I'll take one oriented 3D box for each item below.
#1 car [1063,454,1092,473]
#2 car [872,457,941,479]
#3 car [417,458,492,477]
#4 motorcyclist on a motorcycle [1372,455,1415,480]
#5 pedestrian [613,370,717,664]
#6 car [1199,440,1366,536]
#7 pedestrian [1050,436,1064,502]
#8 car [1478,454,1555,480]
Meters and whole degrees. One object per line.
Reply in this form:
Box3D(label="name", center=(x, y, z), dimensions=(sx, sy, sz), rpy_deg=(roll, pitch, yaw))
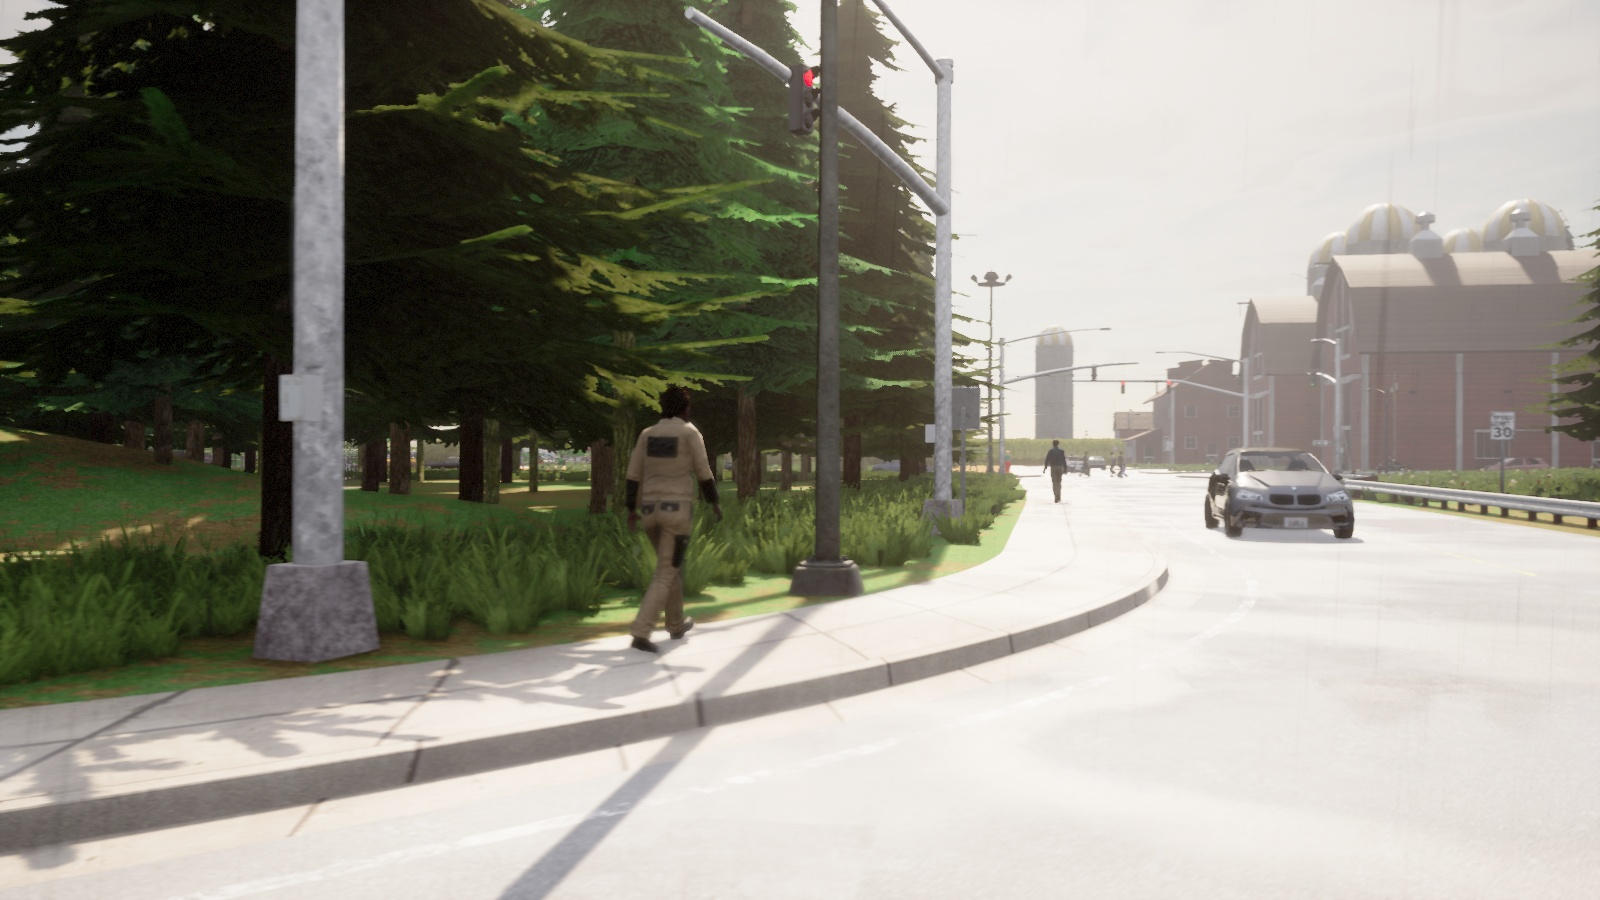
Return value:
Box3D(label="car", center=(21.377, 1.047, 96.865), dimensions=(1.970, 1.475, 3.806), rpy_deg=(0, 0, 9))
Box3D(label="car", center=(6.698, 1.124, 78.724), dimensions=(4.181, 1.385, 1.994), rpy_deg=(0, 0, 10))
Box3D(label="car", center=(-24.113, 1.229, 87.755), dimensions=(4.718, 1.301, 1.895), rpy_deg=(0, 0, 10))
Box3D(label="motorcyclist on a motorcycle", center=(36.378, 1.056, 77.002), dimensions=(2.191, 1.530, 0.866), rpy_deg=(0, 0, 10))
Box3D(label="pedestrian", center=(-0.919, 0.440, 8.627), dimensions=(0.396, 1.930, 0.692), rpy_deg=(0, 0, 28))
Box3D(label="car", center=(9.172, 0.670, 24.311), dimensions=(2.242, 1.667, 4.611), rpy_deg=(0, 0, 11))
Box3D(label="pedestrian", center=(7.288, 0.533, 35.602), dimensions=(0.370, 1.835, 0.726), rpy_deg=(0, 0, 11))
Box3D(label="car", center=(43.207, 1.023, 75.788), dimensions=(3.633, 1.501, 1.845), rpy_deg=(0, 0, 10))
